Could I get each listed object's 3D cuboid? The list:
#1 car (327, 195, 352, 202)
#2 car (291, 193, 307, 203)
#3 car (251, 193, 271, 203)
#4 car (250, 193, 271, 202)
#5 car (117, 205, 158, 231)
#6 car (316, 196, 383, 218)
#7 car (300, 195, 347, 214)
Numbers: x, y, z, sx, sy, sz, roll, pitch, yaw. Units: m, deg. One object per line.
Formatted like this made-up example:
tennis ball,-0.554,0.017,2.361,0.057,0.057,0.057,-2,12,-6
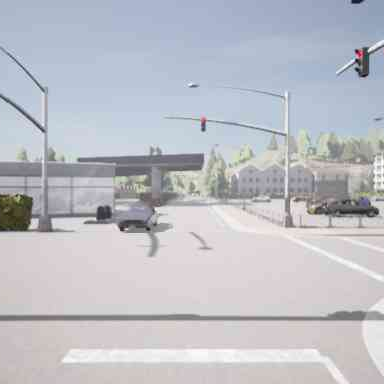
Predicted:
car,32.098,1.356,72.501,4.514,1.523,2.007,0,0,0
car,22.034,1.149,65.636,4.605,1.855,1.932,0,0,0
car,13.555,1.413,65.662,3.806,1.475,1.970,0,0,0
car,14.191,1.131,68.982,3.866,1.878,1.905,0,0,0
car,-3.236,1.518,20.829,2.033,1.411,5.357,0,0,1
car,13.376,1.362,28.268,4.514,1.523,2.007,0,0,0
car,13.347,1.355,31.405,5.027,1.636,2.152,0,0,0
